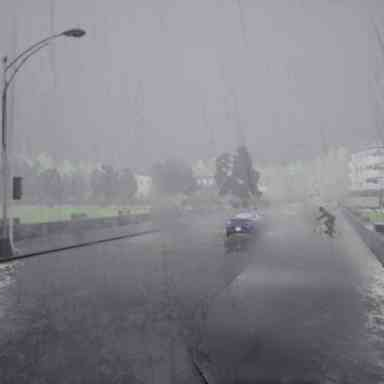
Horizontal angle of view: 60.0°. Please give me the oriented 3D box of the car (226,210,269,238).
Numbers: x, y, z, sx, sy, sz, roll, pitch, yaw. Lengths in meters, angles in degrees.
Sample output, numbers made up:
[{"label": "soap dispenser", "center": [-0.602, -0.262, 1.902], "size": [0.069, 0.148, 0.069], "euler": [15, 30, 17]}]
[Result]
[{"label": "car", "center": [3.364, 1.826, 19.861], "size": [1.812, 1.442, 4.674], "euler": [-1, -1, 23]}]

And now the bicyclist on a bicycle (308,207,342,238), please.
[{"label": "bicyclist on a bicycle", "center": [6.986, 1.602, 17.523], "size": [1.656, 1.620, 0.582], "euler": [-1, -1, 22]}]
